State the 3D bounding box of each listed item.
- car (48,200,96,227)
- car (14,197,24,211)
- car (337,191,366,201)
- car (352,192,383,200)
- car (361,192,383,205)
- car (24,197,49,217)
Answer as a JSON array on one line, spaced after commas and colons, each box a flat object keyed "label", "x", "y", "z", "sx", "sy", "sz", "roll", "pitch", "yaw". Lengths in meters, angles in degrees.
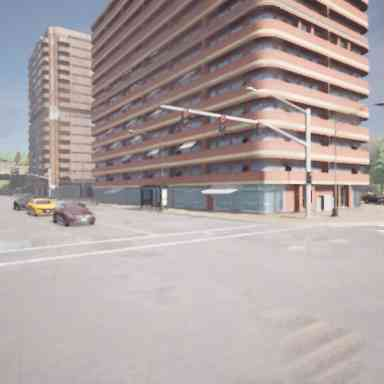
[{"label": "car", "x": -8.051, "y": 1.448, "z": 22.505, "sx": 1.812, "sy": 1.442, "sz": 4.674, "roll": -1, "pitch": 0, "yaw": -36}, {"label": "car", "x": -19.628, "y": 1.387, "z": 38.977, "sx": 1.837, "sy": 1.490, "sz": 4.892, "roll": -1, "pitch": 0, "yaw": -35}, {"label": "car", "x": 29.481, "y": 0.726, "z": 61.607, "sx": 2.097, "sy": 1.767, "sz": 4.553, "roll": -1, "pitch": 0, "yaw": -26}, {"label": "car", "x": 32.905, "y": 0.738, "z": 62.529, "sx": 1.882, "sy": 1.535, "sz": 5.008, "roll": -1, "pitch": 0, "yaw": -26}, {"label": "car", "x": 25.916, "y": 0.989, "z": 46.289, "sx": 2.128, "sy": 1.511, "sz": 4.902, "roll": 0, "pitch": 0, "yaw": -1}, {"label": "car", "x": -13.840, "y": 1.380, "z": 30.715, "sx": 1.882, "sy": 1.535, "sz": 5.008, "roll": -1, "pitch": 0, "yaw": -35}]
